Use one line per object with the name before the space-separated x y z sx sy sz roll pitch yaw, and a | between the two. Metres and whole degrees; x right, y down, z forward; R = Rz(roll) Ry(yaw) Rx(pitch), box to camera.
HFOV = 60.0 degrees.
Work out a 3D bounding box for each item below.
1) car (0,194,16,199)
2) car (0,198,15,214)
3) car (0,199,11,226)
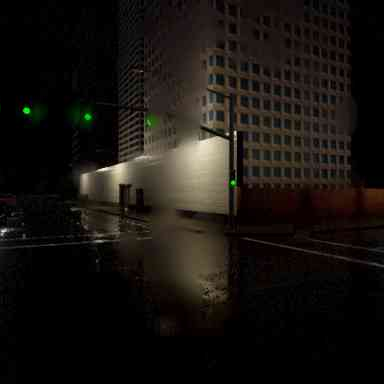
car | -23.477 1.223 41.707 2.150 2.045 5.566 0 0 -27
car | -17.638 1.557 30.428 1.994 1.385 4.181 0 0 -27
car | -13.536 1.492 22.522 1.837 1.490 4.892 0 0 -27
